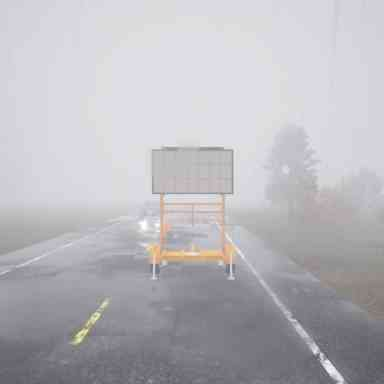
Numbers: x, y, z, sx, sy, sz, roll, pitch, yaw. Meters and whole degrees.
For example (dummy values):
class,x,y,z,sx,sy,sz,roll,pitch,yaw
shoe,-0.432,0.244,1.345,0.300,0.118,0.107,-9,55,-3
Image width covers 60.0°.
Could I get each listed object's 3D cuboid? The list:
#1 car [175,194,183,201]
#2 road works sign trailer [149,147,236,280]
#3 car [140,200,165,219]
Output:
class,x,y,z,sx,sy,sz,roll,pitch,yaw
car,-3.331,1.418,85.964,2.097,1.767,4.553,0,0,0
road works sign trailer,0.019,0.465,9.945,2.380,3.560,2.880,0,0,0
car,-3.442,1.500,29.578,2.128,1.511,4.902,0,0,0
